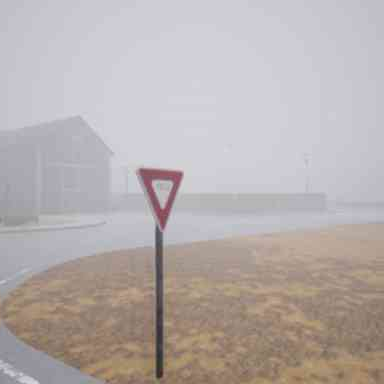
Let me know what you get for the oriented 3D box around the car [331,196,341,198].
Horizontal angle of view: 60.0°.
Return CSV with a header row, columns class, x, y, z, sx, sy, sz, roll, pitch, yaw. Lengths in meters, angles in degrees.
class,x,y,z,sx,sy,sz,roll,pitch,yaw
car,35.901,1.702,82.673,2.242,1.667,4.611,0,0,35
